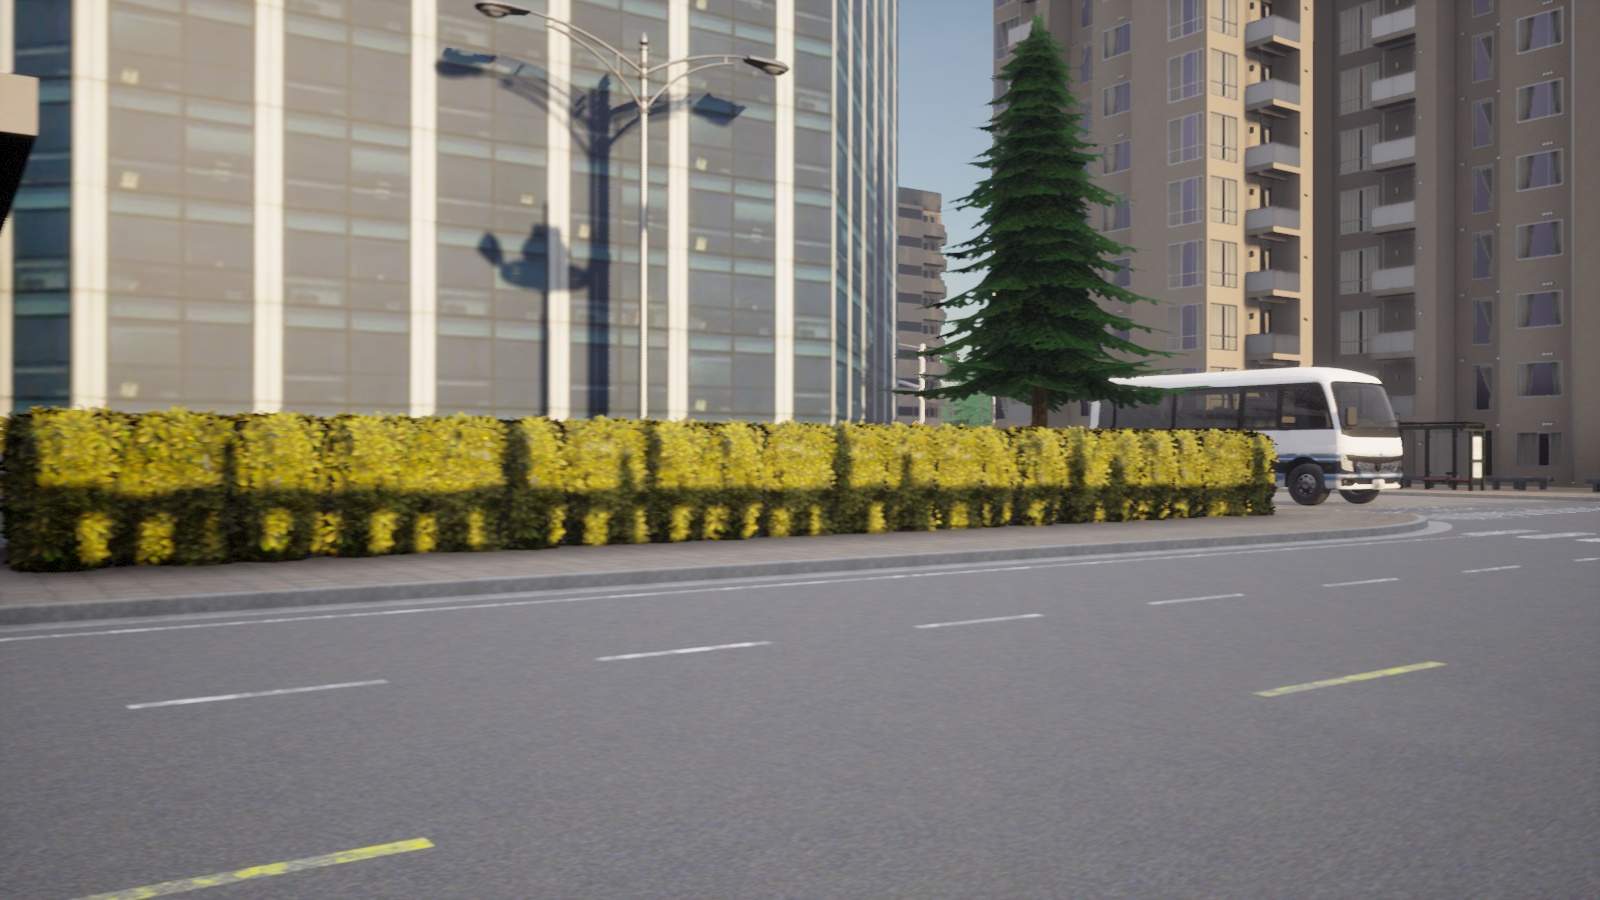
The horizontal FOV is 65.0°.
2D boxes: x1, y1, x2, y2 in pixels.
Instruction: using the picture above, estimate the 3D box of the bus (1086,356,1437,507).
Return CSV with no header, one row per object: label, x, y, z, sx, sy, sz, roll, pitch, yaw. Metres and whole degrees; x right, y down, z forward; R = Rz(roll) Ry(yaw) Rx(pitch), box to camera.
bus,14.517,-0.507,40.699,3.944,4.253,10.273,0,0,-35
